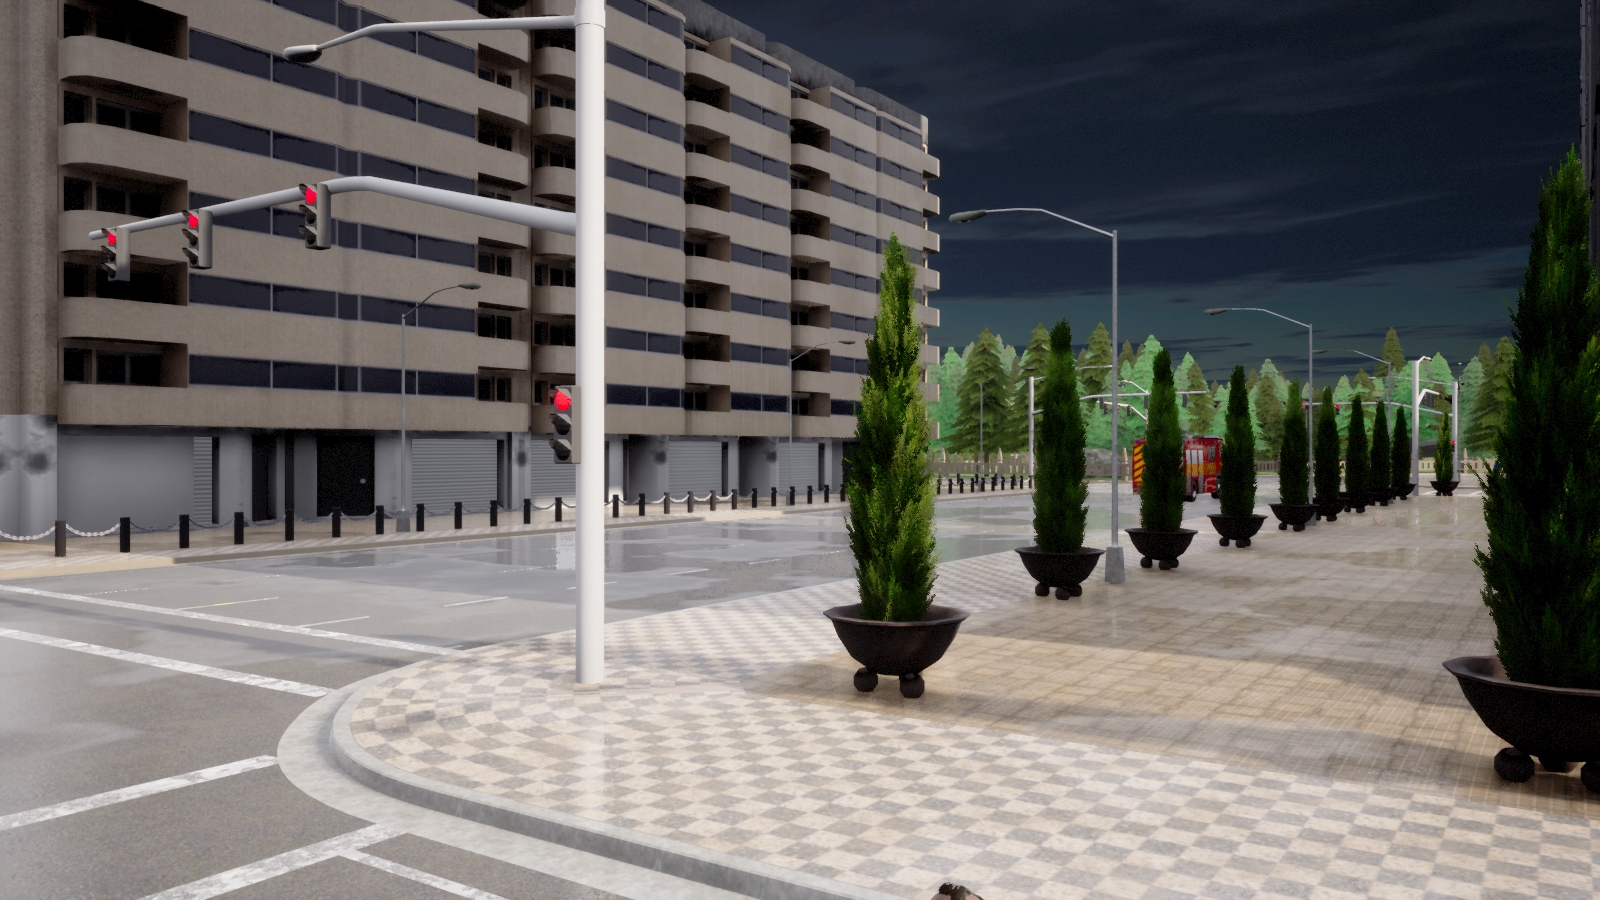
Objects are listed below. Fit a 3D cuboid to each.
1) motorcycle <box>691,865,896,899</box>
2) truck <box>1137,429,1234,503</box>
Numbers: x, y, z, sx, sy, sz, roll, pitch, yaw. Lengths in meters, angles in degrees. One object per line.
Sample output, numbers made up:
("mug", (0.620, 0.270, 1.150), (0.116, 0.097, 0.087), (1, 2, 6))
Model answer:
("motorcycle", (0.516, 2.205, 3.364), (2.209, 1.251, 0.867), (0, 0, 34))
("truck", (21.438, 0.835, 63.219), (2.891, 3.827, 8.468), (0, 0, 34))
